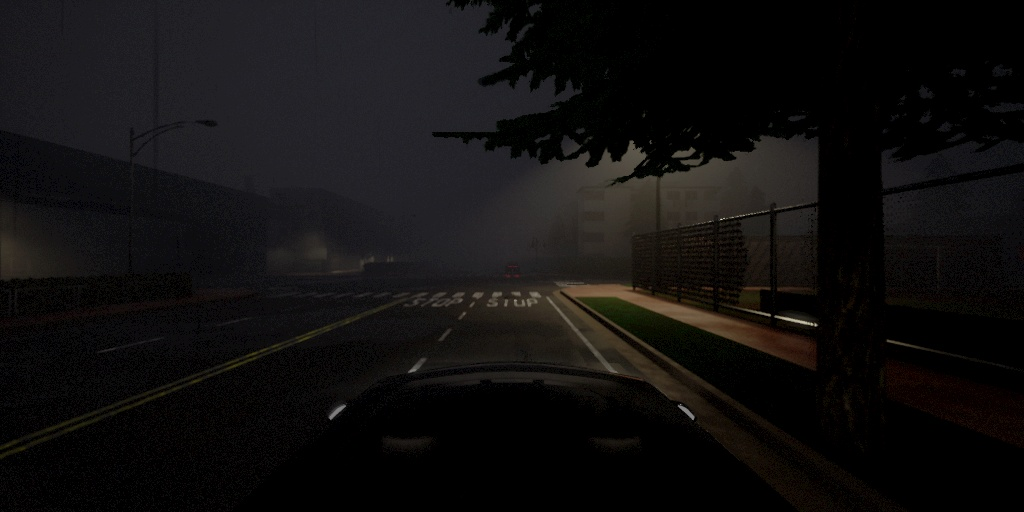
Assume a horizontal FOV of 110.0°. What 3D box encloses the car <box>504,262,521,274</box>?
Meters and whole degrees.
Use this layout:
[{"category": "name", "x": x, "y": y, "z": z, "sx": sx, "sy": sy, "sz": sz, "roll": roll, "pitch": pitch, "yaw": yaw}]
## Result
[{"category": "car", "x": 0.066, "y": 1.528, "z": 46.152, "sx": 2.128, "sy": 1.511, "sz": 4.902, "roll": 0, "pitch": 0, "yaw": -1}]
